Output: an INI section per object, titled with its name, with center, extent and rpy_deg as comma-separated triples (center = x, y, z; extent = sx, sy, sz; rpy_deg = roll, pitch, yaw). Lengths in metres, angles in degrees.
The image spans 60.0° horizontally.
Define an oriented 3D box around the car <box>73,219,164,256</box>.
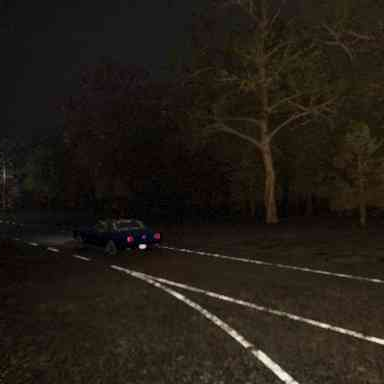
[car]
center = -3.337, 1.830, 14.238
extent = 1.895, 1.301, 4.718
rpy_deg = -1, -1, -42
